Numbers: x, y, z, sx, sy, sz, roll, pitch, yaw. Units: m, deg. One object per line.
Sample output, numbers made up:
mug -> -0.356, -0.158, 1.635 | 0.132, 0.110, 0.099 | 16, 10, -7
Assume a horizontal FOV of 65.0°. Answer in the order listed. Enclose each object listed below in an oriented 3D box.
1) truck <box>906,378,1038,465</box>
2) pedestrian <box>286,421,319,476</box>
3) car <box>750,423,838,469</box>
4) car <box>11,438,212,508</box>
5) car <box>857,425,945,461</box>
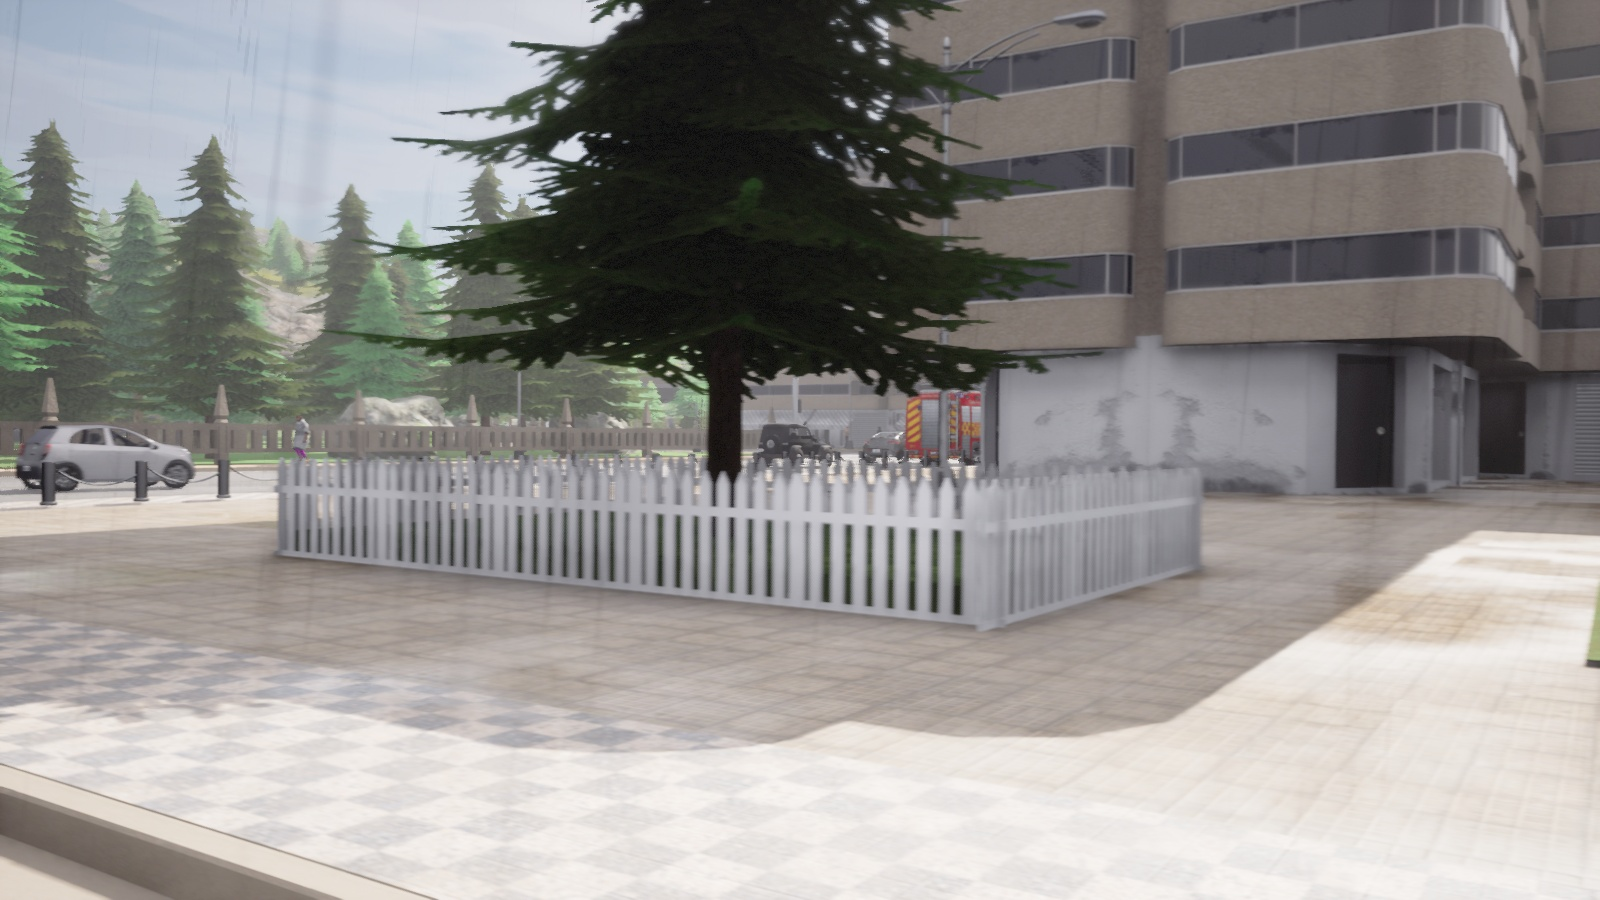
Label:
truck -> 8.379, -1.333, 60.129 | 2.891, 3.827, 8.468 | 0, 1, 33
pedestrian -> -17.869, -0.066, 45.128 | 0.659, 1.952, 0.873 | 0, 1, 32
car -> -0.232, -0.202, 53.399 | 1.905, 1.878, 3.866 | 0, 1, 33
car -> -15.985, 0.489, 29.288 | 1.845, 1.501, 3.633 | -1, 1, 37
car -> 4.998, -0.375, 61.356 | 2.152, 1.651, 5.027 | 0, 1, 33
